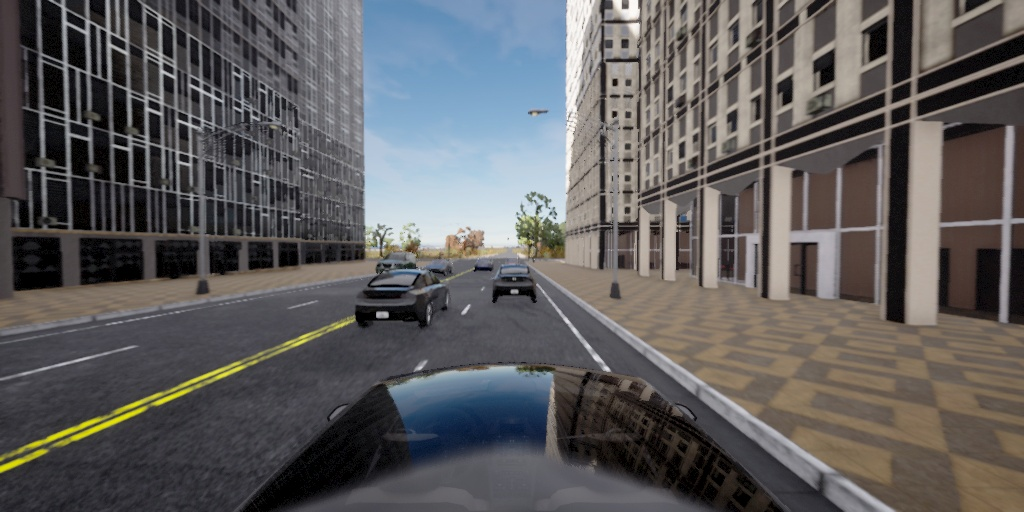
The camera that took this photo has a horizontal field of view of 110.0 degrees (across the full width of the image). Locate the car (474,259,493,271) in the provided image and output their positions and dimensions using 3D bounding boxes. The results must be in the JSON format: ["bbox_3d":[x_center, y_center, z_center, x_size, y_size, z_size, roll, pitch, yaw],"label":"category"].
[{"bbox_3d":[-3.155,0.970,40.872,1.994,1.385,4.181,0,0,0],"label":"car"}]

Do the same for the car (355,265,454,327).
[{"bbox_3d":[-3.151,1.174,11.130,1.837,1.490,4.892,0,0,0],"label":"car"}]

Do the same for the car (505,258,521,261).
[{"bbox_3d":[0.094,0.943,43.772,1.994,1.385,4.181,0,0,0],"label":"car"}]

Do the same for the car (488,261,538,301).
[{"bbox_3d":[0.099,1.128,16.303,1.837,1.490,4.892,0,0,0],"label":"car"}]

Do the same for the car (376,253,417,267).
[{"bbox_3d":[-9.795,0.721,30.896,2.150,2.045,5.566,0,0,1],"label":"car"}]

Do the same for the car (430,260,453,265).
[{"bbox_3d":[-6.532,1.030,32.510,2.033,1.411,5.357,0,0,0],"label":"car"}]
